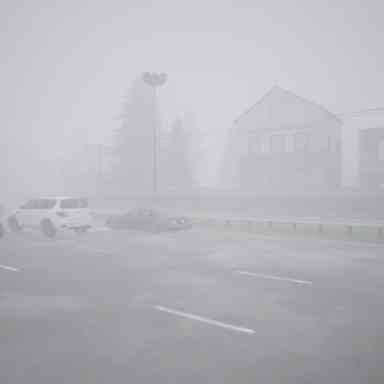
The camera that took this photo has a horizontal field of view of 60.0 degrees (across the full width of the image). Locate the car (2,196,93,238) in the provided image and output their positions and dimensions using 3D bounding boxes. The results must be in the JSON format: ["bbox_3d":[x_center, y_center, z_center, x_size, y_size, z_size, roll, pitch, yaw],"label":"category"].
[{"bbox_3d":[-7.787,1.252,18.150,5.566,2.045,2.150,0,0,36],"label":"car"}]

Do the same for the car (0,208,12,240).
[{"bbox_3d":[-10.860,1.596,16.043,4.181,1.385,1.994,0,0,36],"label":"car"}]

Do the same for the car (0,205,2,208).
[{"bbox_3d":[-19.091,1.551,30.519,4.902,1.511,2.128,0,0,36],"label":"car"}]

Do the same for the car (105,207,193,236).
[{"bbox_3d":[-2.525,1.570,18.694,5.357,1.411,2.033,0,0,36],"label":"car"}]
